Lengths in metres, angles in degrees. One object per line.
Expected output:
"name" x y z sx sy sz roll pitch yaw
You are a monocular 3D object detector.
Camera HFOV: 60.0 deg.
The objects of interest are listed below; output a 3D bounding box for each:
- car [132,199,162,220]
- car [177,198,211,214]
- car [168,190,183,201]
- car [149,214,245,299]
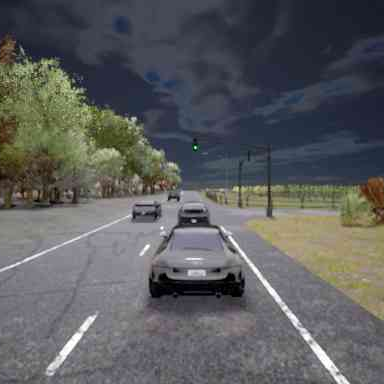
"car" -3.388 1.265 25.674 2.128 1.511 4.902 0 1 0
"car" 0.110 1.320 20.776 1.837 1.490 4.892 0 1 0
"car" -3.372 0.657 62.638 2.150 2.045 5.566 0 1 0
"car" 0.103 1.489 8.336 1.994 1.385 4.181 0 1 0
